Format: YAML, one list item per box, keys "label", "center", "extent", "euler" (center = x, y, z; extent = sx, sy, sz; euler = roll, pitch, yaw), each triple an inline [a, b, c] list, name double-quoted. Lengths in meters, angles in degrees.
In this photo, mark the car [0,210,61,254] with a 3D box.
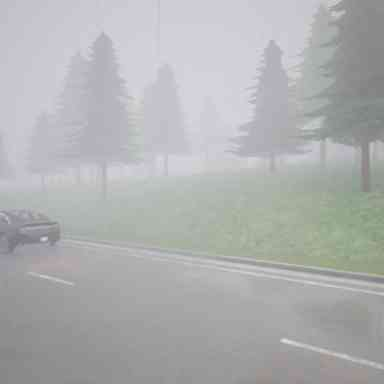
- label: "car"
  center: [-7.292, 1.482, 13.422]
  extent: [4.902, 1.511, 2.128]
  euler: [0, 0, 36]
